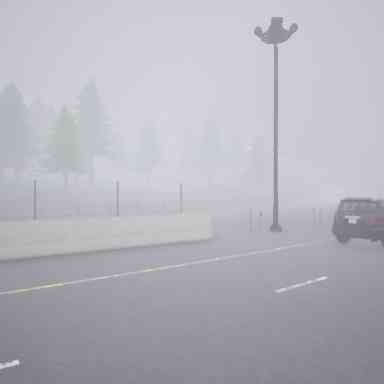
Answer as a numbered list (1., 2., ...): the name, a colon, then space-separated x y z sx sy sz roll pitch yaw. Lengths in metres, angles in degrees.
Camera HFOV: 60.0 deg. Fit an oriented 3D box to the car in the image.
1. car: 8.434 1.255 14.920 5.566 2.045 2.150 0 0 -40
